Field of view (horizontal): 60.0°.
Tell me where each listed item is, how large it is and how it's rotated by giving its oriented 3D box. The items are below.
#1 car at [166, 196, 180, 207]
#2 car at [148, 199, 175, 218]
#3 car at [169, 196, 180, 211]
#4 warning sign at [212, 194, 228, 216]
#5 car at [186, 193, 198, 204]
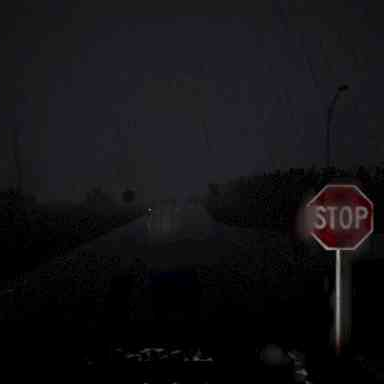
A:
[{"bbox_3d":[-2.922,1.460,52.435,1.837,1.490,4.892,0,1,0],"label":"car"},{"bbox_3d":[-2.894,1.588,30.652,1.895,1.301,4.718,0,0,0],"label":"car"},{"bbox_3d":[-2.912,1.542,40.715,1.994,1.385,4.181,0,0,0],"label":"car"},{"bbox_3d":[2.401,1.104,28.717,1.300,1.860,1.060,0,0,0],"label":"warning sign"},{"bbox_3d":[-0.099,1.292,61.119,2.097,1.767,4.553,0,0,0],"label":"car"}]
